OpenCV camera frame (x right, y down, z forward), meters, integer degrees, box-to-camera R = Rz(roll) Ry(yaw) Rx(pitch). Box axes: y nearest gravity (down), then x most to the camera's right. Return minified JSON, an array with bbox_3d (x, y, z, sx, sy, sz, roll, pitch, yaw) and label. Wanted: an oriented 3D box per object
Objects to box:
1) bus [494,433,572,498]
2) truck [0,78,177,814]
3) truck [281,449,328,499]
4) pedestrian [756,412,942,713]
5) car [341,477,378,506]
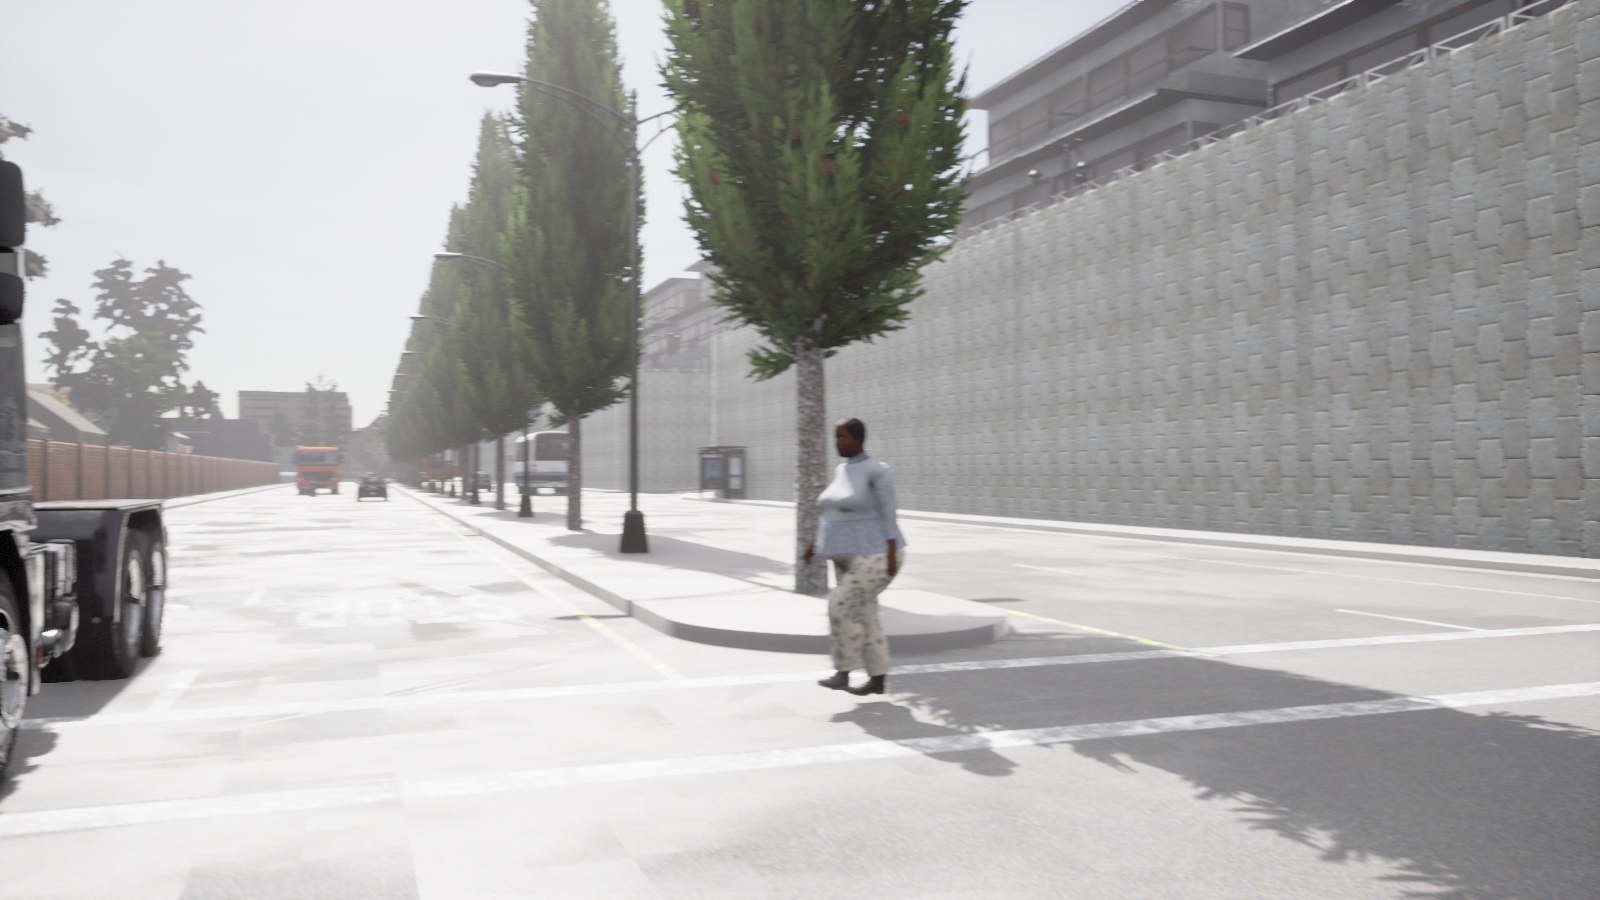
[{"bbox_3d":[-18.859,1.124,88.070,3.944,4.253,10.273,0,-1,-20],"label":"bus"},{"bbox_3d":[-5.950,0.025,7.722,2.891,3.462,7.936,0,-1,-20],"label":"truck"},{"bbox_3d":[-35.989,1.755,91.398,2.891,3.462,7.936,0,-1,-20],"label":"truck"},{"bbox_3d":[0.309,0.700,8.344,0.900,1.855,0.874,0,-1,-27],"label":"pedestrian"},{"bbox_3d":[-23.754,2.223,67.687,1.845,1.501,3.633,0,-1,-20],"label":"car"}]
